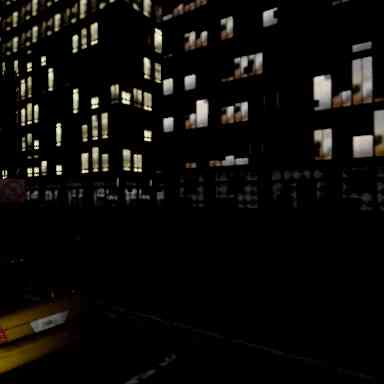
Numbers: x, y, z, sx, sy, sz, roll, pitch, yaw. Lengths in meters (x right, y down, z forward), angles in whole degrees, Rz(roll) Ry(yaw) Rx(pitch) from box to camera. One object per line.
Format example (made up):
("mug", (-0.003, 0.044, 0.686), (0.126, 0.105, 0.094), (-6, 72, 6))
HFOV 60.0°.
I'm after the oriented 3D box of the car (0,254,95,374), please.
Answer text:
("car", (-3.637, 1.603, 5.466), (4.829, 1.417, 1.752), (-1, 0, 36))
